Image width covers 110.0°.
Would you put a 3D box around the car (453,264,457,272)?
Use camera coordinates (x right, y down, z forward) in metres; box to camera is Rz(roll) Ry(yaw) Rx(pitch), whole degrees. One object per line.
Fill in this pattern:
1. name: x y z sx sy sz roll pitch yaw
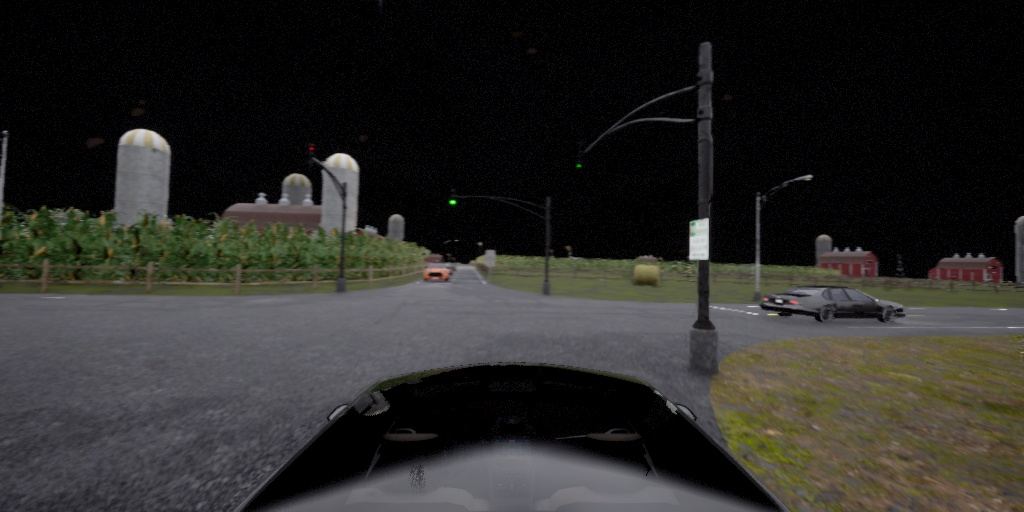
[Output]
1. car: -8.503 1.629 45.837 2.128 1.511 4.902 2 -1 -7

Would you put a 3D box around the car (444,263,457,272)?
1. car: -10.261 1.906 60.109 1.895 1.301 4.718 2 -1 -7

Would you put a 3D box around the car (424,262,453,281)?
1. car: -6.870 1.353 33.098 2.097 1.767 4.553 2 -1 -7

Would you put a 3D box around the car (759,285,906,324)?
1. car: 12.952 1.915 14.592 5.357 1.411 2.033 2 -2 -11
